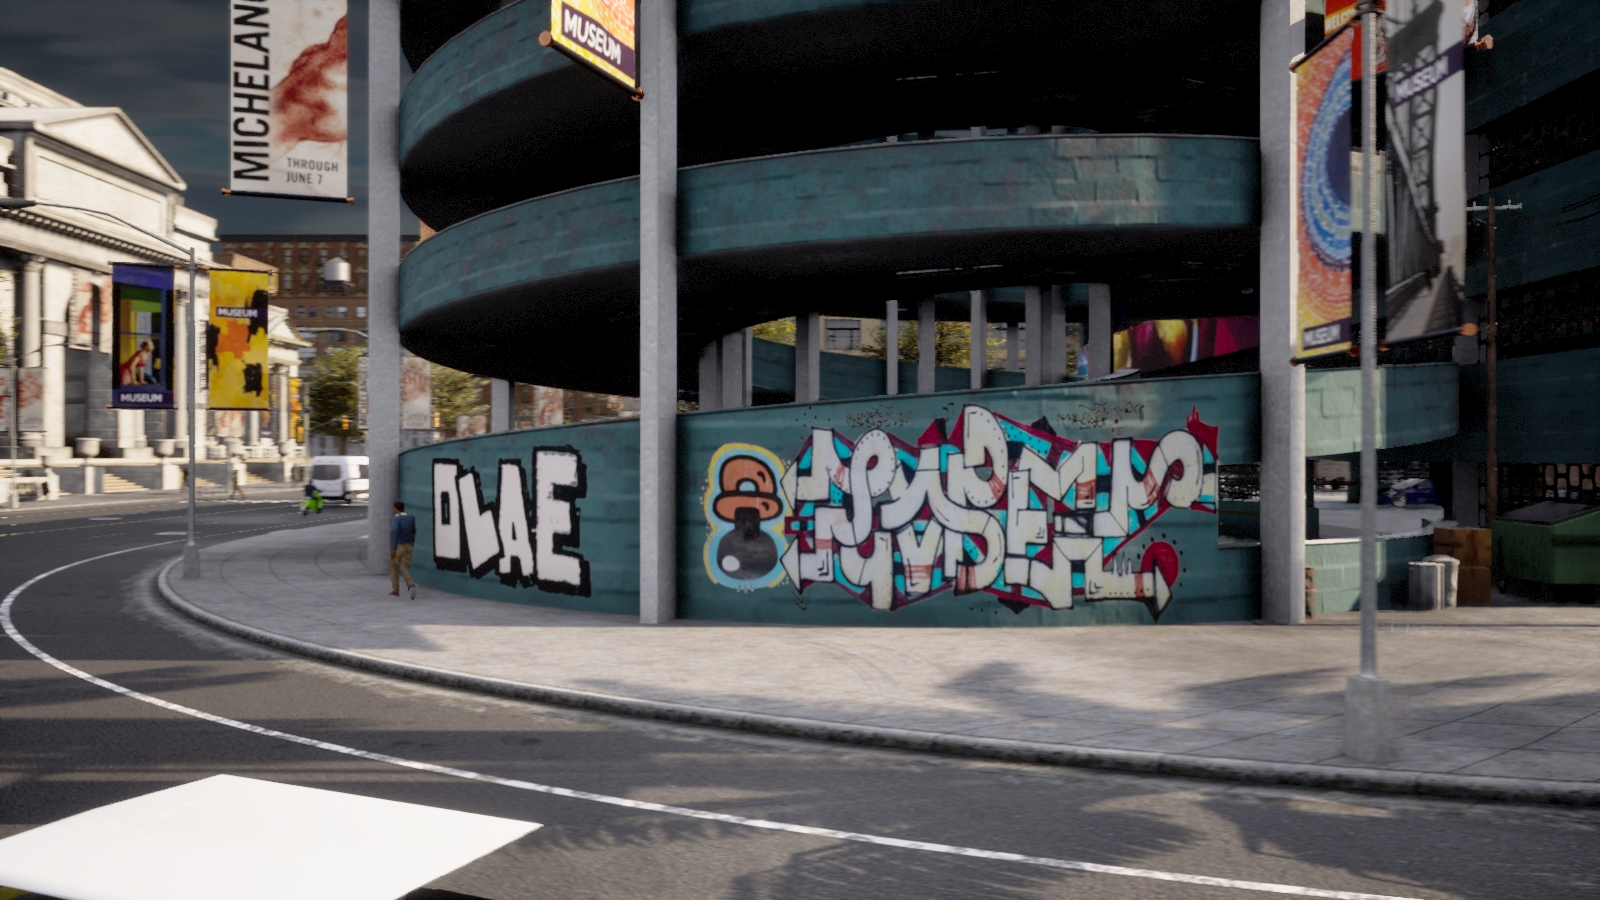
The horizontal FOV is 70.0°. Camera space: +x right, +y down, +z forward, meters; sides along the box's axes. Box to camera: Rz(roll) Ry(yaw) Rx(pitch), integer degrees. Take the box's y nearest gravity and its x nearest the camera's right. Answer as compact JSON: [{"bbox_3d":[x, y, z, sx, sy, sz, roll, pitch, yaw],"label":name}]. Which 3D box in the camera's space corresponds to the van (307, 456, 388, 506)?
[{"bbox_3d":[-24.451,1.606,61.954,1.988,2.561,5.915,0,0,1],"label":"van"}]

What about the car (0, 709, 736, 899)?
[{"bbox_3d":[-2.382,2.070,4.227,3.806,1.475,1.970,0,0,23],"label":"car"}]

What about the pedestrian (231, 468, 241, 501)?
[{"bbox_3d":[-31.723,1.920,64.252,0.375,1.860,0.375,0,0,9],"label":"pedestrian"}]

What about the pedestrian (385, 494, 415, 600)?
[{"bbox_3d":[-7.140,1.721,20.415,0.375,1.860,0.375,0,0,43],"label":"pedestrian"}]

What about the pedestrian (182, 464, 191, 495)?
[{"bbox_3d":[-37.156,1.772,69.199,0.375,1.860,0.375,0,0,-4],"label":"pedestrian"}]
